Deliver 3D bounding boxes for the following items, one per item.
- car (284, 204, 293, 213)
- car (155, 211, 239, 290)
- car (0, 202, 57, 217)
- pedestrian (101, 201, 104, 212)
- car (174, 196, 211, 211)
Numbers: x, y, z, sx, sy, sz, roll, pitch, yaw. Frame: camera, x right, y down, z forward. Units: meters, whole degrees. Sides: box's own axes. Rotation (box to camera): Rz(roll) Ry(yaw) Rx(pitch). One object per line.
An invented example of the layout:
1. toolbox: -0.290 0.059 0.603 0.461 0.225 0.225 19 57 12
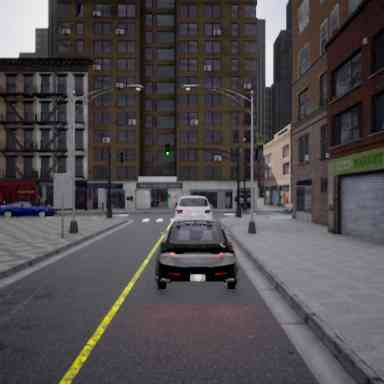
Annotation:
1. car: 12.077 1.492 35.059 4.674 1.442 1.812 -1 0 -1
2. car: 0.103 1.516 9.127 2.128 1.511 4.902 0 0 0
3. car: -15.461 1.664 31.525 5.008 1.535 1.882 0 0 -2
4. pedestrian: -10.143 1.601 37.832 0.375 1.300 0.375 0 0 -1
5. car: 0.055 1.272 21.368 2.150 2.045 5.566 0 0 -1
